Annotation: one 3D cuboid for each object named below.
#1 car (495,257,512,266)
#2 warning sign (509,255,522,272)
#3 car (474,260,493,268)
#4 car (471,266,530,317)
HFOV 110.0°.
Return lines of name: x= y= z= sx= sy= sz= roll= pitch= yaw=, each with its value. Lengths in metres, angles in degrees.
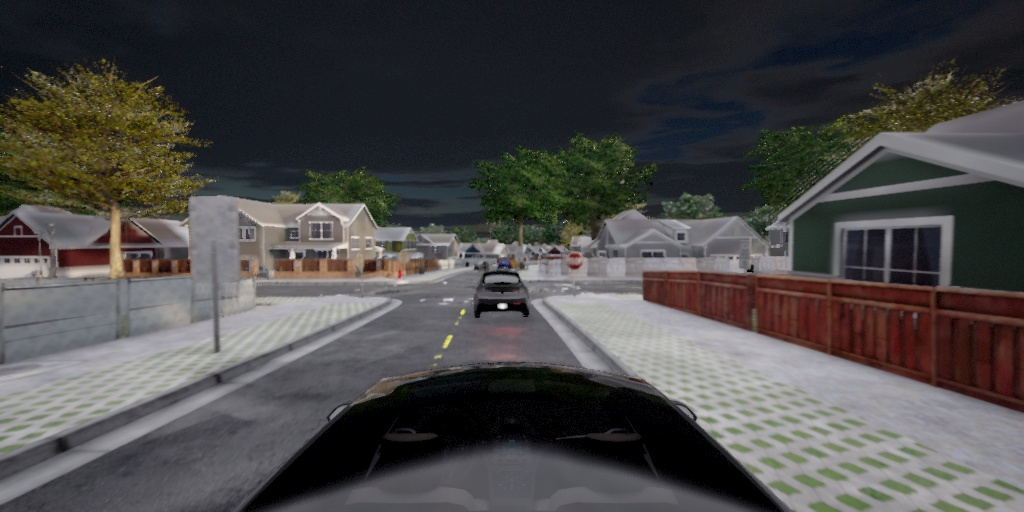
car: x=-1.085 y=1.286 z=63.913 sx=2.150 sy=2.045 sz=5.566 roll=0 pitch=-1 yaw=7
warning sign: x=0.249 y=1.061 z=44.105 sx=1.300 sy=1.860 sz=1.060 roll=0 pitch=0 yaw=0
car: x=-4.632 y=1.494 z=55.477 sx=1.882 sy=1.535 sz=5.008 roll=0 pitch=0 yaw=4
car: x=-0.434 y=1.293 z=13.330 sx=1.837 sy=1.490 sz=4.892 roll=0 pitch=0 yaw=-4
